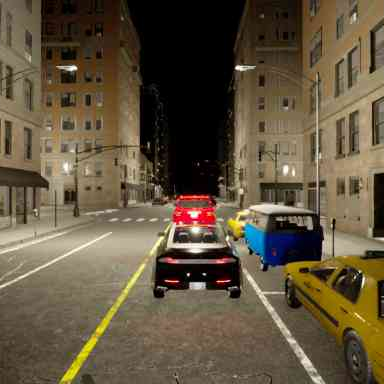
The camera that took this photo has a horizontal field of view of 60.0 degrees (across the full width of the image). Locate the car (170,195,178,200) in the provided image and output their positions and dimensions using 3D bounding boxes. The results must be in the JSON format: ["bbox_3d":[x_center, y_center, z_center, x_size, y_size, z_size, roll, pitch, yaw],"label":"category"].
[{"bbox_3d":[-4.954,1.564,92.696,1.947,1.339,4.313,1,0,1],"label":"car"}]

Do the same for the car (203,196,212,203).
[{"bbox_3d":[3.268,1.547,70.472,1.887,1.381,4.507,1,0,1],"label":"car"}]

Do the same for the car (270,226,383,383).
[{"bbox_3d":[2.680,1.526,5.041,1.752,1.417,4.829,1,0,0],"label":"car"}]

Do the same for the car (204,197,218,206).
[{"bbox_3d":[3.040,1.570,53.882,1.947,1.339,4.313,1,0,1],"label":"car"}]

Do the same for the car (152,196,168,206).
[{"bbox_3d":[-5.485,1.587,53.995,1.802,1.307,4.206,1,0,1],"label":"car"}]

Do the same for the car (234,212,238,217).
[{"bbox_3d":[2.691,1.528,16.388,1.752,1.417,4.829,1,0,0],"label":"car"}]

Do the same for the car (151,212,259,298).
[{"bbox_3d":[0.106,1.493,8.474,2.128,1.511,4.902,0,0,0],"label":"car"}]

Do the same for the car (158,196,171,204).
[{"bbox_3d":[-5.333,1.555,65.052,2.008,1.369,4.403,1,0,1],"label":"car"}]

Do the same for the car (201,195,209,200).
[{"bbox_3d":[3.571,1.548,92.593,2.008,1.369,4.403,1,0,1],"label":"car"}]

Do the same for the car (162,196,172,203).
[{"bbox_3d":[-5.257,1.548,70.581,1.887,1.381,4.507,1,0,1],"label":"car"}]

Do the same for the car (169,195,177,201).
[{"bbox_3d":[-5.032,1.525,86.997,1.752,1.417,4.829,1,0,1],"label":"car"}]

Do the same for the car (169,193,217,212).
[{"bbox_3d":[0.117,1.225,18.660,2.150,2.045,5.566,0,0,0],"label":"car"}]

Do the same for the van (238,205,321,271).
[{"bbox_3d":[2.687,1.343,10.545,1.690,1.788,3.998,1,0,0],"label":"van"}]

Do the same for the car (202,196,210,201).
[{"bbox_3d":[3.419,1.566,81.533,1.947,1.339,4.313,1,0,1],"label":"car"}]

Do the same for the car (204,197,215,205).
[{"bbox_3d":[3.116,1.548,59.412,1.887,1.381,4.507,1,0,1],"label":"car"}]

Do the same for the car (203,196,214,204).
[{"bbox_3d":[3.192,1.554,64.942,2.008,1.369,4.403,1,0,1],"label":"car"}]
